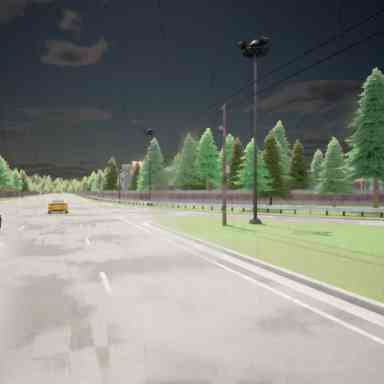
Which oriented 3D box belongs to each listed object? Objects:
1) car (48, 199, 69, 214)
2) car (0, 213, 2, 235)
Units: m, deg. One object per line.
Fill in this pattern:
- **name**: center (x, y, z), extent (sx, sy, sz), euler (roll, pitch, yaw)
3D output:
- **car**: center (-14.531, 1.476, 36.192), extent (1.882, 1.535, 5.008), euler (0, 0, -21)
- **car**: center (-10.292, 1.222, 15.209), extent (2.150, 2.045, 5.566), euler (0, 0, -21)
